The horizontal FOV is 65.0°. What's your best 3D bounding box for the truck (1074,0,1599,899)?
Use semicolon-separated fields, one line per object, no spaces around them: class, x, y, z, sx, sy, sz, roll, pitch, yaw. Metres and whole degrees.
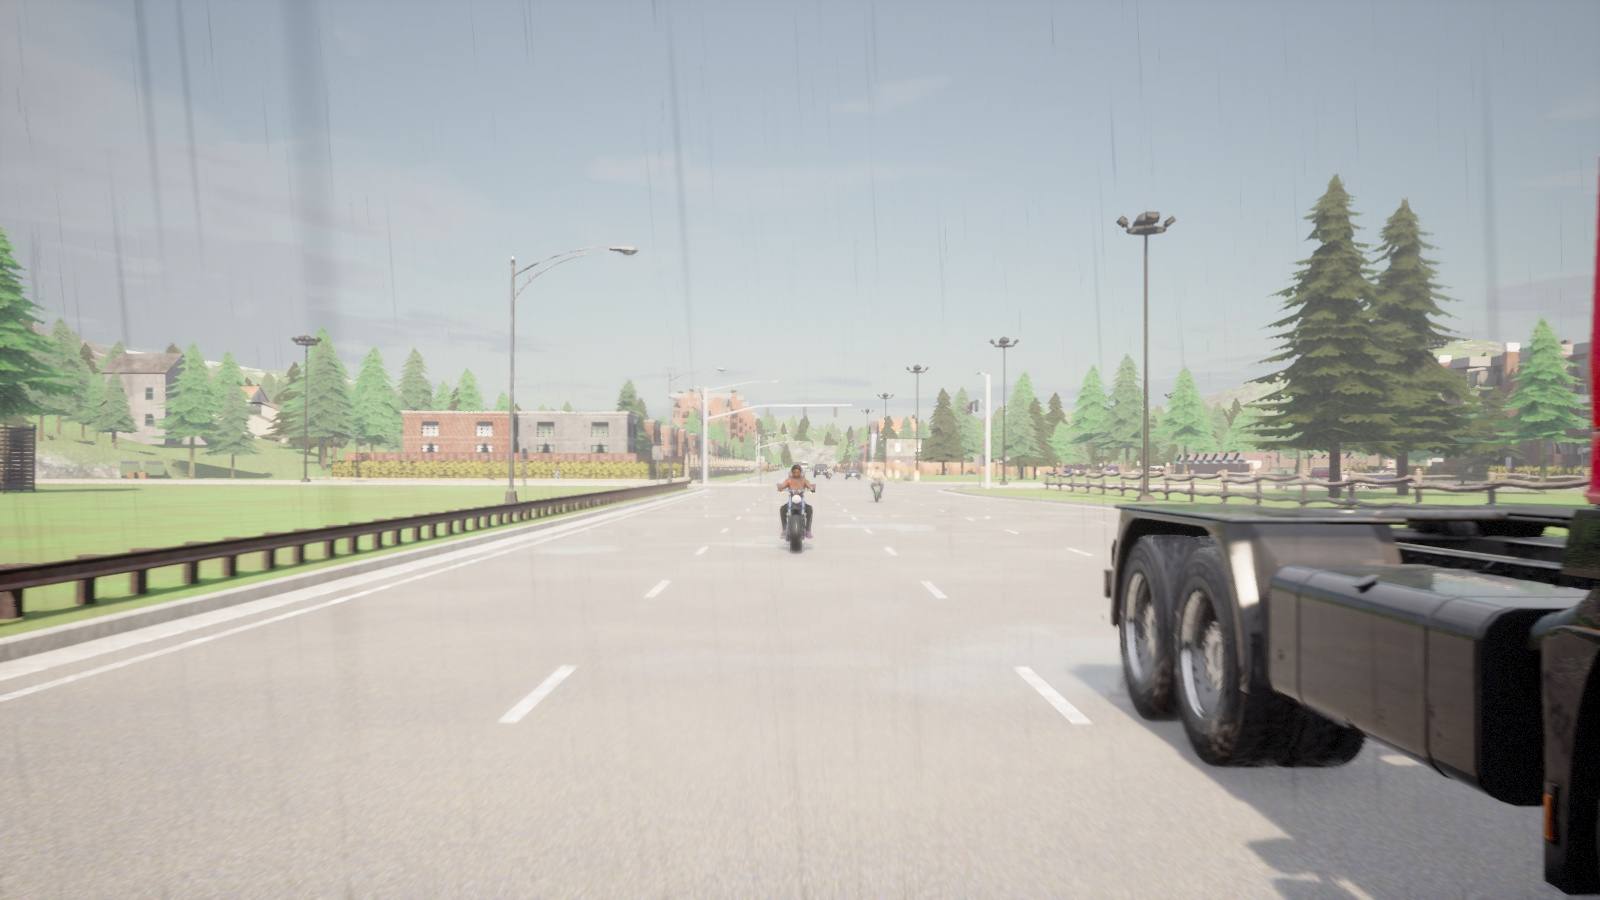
truck;3.484;-0.115;5.274;2.891;3.462;7.936;0;-1;0

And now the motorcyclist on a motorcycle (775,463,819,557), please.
motorcyclist on a motorcycle;-0.055;1.074;23.315;0.766;1.649;2.350;0;-1;0
